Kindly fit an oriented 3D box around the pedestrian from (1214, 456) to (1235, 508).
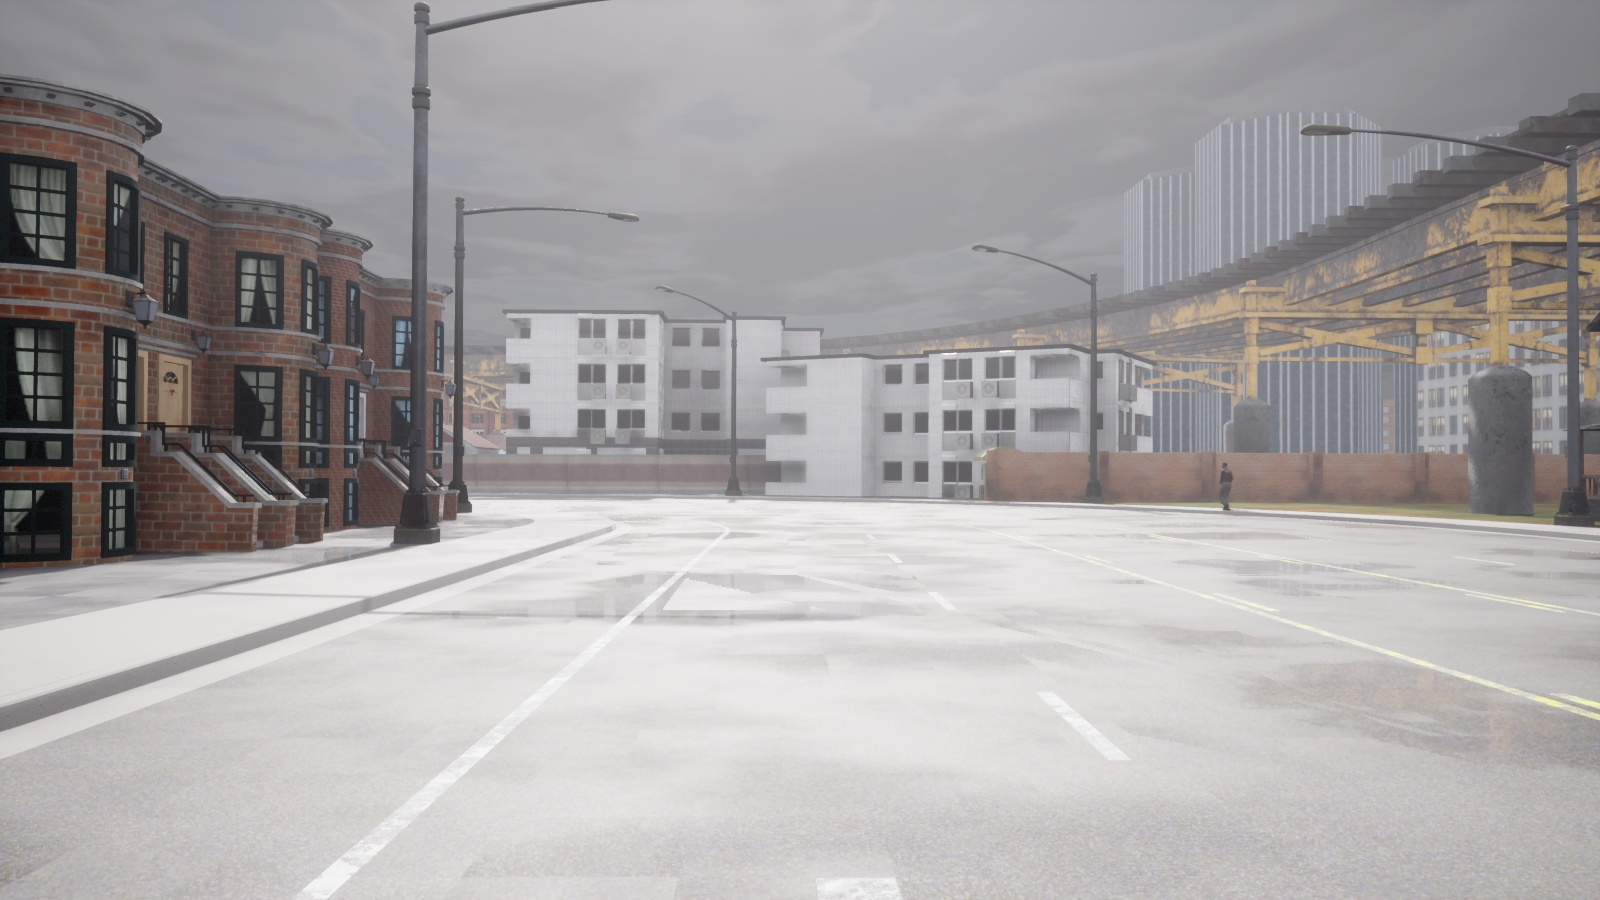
[{"bbox_3d":[15.792,1.189,46.690,0.402,1.930,0.666,0,-1,-17],"label":"pedestrian"}]
